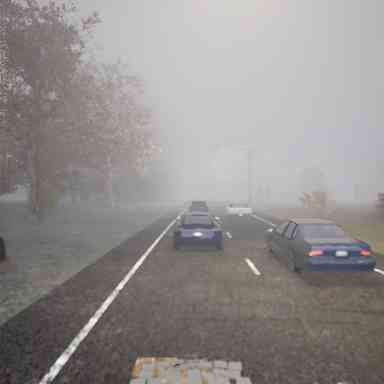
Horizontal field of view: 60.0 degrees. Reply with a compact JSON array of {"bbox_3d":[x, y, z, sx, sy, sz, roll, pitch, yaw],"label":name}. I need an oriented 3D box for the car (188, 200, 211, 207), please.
[{"bbox_3d":[0.678,1.512,31.541,1.837,1.490,4.892,0,0,2],"label":"car"}]

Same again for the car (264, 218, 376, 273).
[{"bbox_3d":[3.687,1.551,10.638,2.033,1.411,5.357,0,0,1],"label":"car"}]

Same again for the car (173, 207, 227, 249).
[{"bbox_3d":[0.255,1.568,14.594,1.994,1.385,4.181,0,0,1],"label":"car"}]

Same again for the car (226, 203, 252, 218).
[{"bbox_3d":[4.132,1.609,29.995,1.895,1.301,4.718,0,0,2],"label":"car"}]

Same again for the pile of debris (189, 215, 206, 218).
[{"bbox_3d":[0.516,2.183,29.620,1.500,0.140,1.860,0,0,2],"label":"pile of debris"}]
